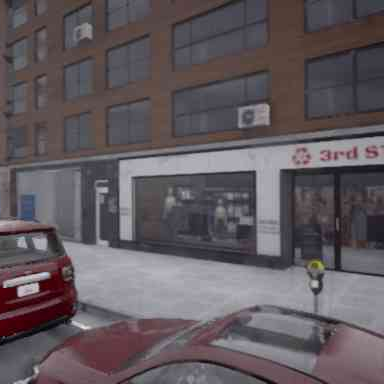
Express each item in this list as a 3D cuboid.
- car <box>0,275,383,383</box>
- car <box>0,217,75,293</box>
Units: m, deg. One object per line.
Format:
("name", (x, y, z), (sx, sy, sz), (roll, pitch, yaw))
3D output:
("car", (0.434, 1.590, 2.499), (4.206, 1.307, 1.802), (-1, 0, 35))
("car", (-4.064, 1.368, 5.700), (5.009, 1.841, 2.192), (-1, 0, 35))
